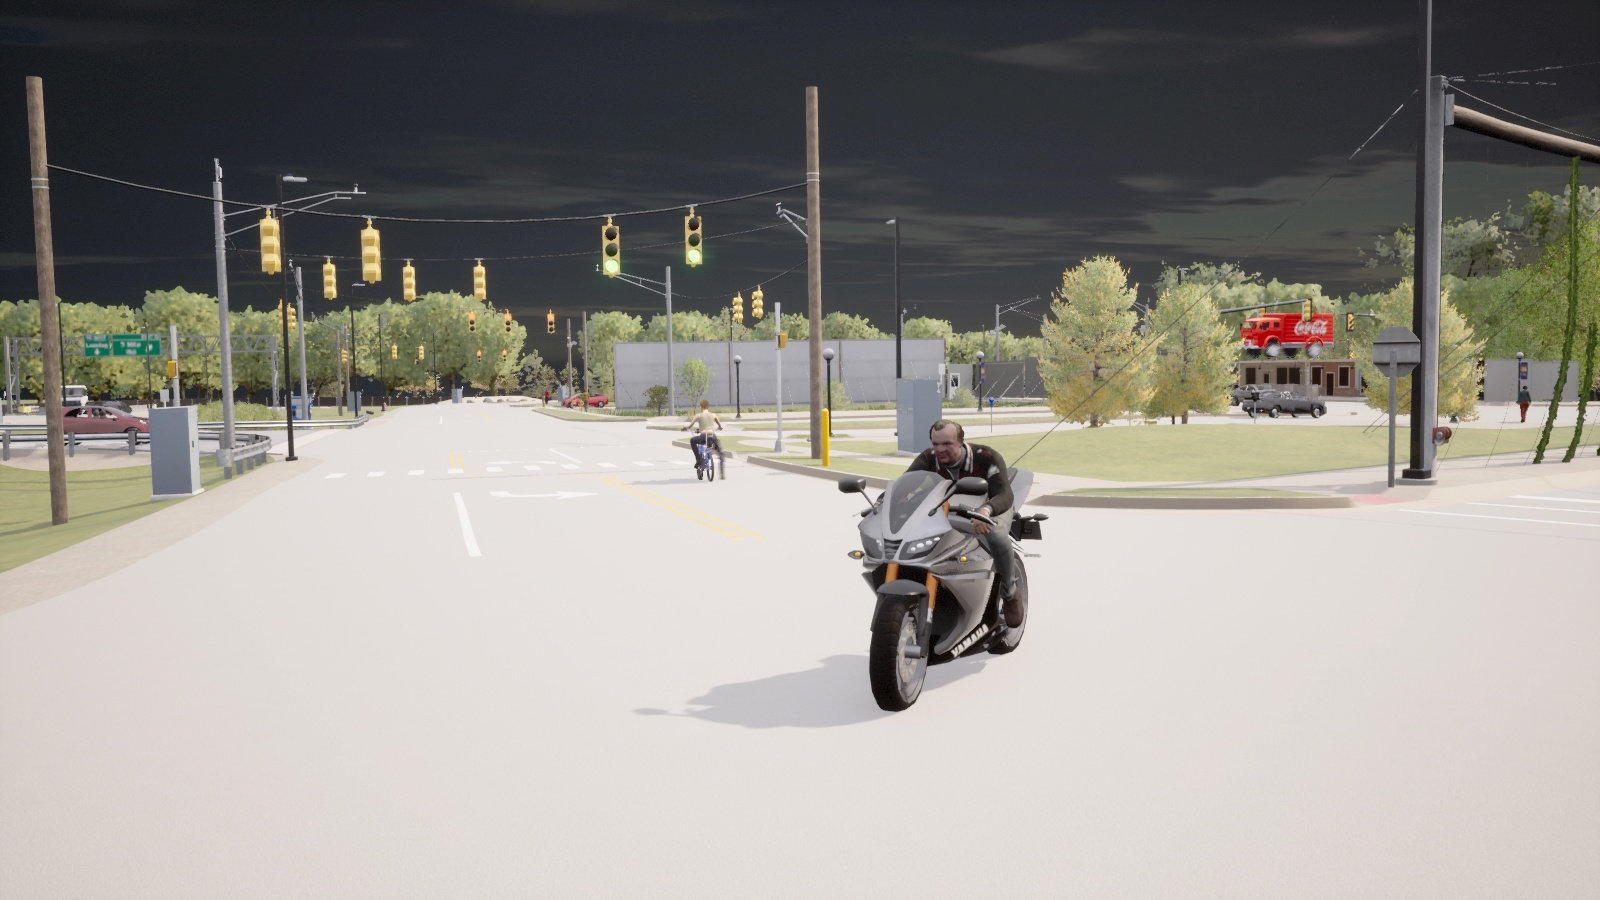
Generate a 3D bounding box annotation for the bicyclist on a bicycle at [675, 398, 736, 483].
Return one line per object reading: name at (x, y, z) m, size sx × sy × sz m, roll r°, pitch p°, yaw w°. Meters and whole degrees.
bicyclist on a bicycle at (-1.892, -0.209, 24.953) m, size 0.866 × 1.612 × 1.509 m, roll -2°, pitch 3°, yaw -16°

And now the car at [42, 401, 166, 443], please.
car at (-26.085, -1.087, 47.180) m, size 3.633 × 1.501 × 1.845 m, roll -1°, pitch 3°, yaw -11°

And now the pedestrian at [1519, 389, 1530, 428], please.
pedestrian at (34.613, -1.969, 60.030) m, size 0.353 × 1.847 × 0.614 m, roll 1°, pitch 5°, yaw 26°

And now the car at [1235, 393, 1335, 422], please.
car at (26.532, -2.330, 68.685) m, size 4.902 × 1.511 × 2.128 m, roll -1°, pitch 3°, yaw -20°

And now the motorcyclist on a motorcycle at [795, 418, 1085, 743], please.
motorcyclist on a motorcycle at (0.894, 0.607, 7.232) m, size 0.866 × 1.530 × 2.191 m, roll 0°, pitch 3°, yaw 29°

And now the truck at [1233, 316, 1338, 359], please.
truck at (28.989, -6.726, 75.112) m, size 5.204 × 2.467 × 2.627 m, roll -1°, pitch 6°, yaw -15°

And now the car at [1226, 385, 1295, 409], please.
car at (33.311, -3.851, 91.036) m, size 2.152 × 1.651 × 5.027 m, roll -2°, pitch 4°, yaw -15°
